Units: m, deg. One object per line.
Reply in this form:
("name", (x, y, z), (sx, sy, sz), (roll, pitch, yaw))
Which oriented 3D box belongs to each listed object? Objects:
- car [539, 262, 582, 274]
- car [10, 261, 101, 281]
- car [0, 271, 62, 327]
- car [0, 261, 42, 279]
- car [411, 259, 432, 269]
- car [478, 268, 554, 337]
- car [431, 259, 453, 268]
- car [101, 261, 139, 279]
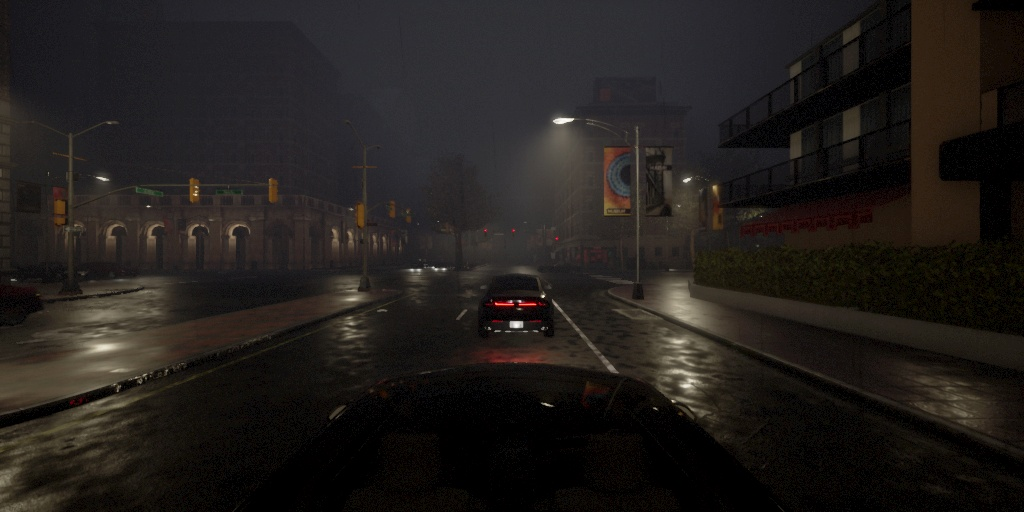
("car", (5.170, 1.351, 39.588), (4.718, 1.301, 1.895), (0, 0, 0))
("car", (-36.930, 1.241, 28.836), (4.902, 1.511, 2.128), (0, 0, 0))
("car", (-14.977, 1.275, 8.810), (1.812, 1.442, 4.674), (0, 0, 0))
("car", (-46.128, 1.228, 32.356), (5.008, 1.535, 1.882), (0, 0, 0))
("car", (-14.857, 1.241, 57.911), (2.128, 1.511, 4.902), (0, 0, 0))
("car", (0.109, 1.255, 10.285), (1.837, 1.490, 4.892), (0, 0, 0))
("car", (-11.352, 1.314, 58.682), (1.994, 1.385, 4.181), (0, 0, 0))
("car", (-36.674, 1.228, 32.335), (5.008, 1.535, 1.882), (0, 0, 0))
